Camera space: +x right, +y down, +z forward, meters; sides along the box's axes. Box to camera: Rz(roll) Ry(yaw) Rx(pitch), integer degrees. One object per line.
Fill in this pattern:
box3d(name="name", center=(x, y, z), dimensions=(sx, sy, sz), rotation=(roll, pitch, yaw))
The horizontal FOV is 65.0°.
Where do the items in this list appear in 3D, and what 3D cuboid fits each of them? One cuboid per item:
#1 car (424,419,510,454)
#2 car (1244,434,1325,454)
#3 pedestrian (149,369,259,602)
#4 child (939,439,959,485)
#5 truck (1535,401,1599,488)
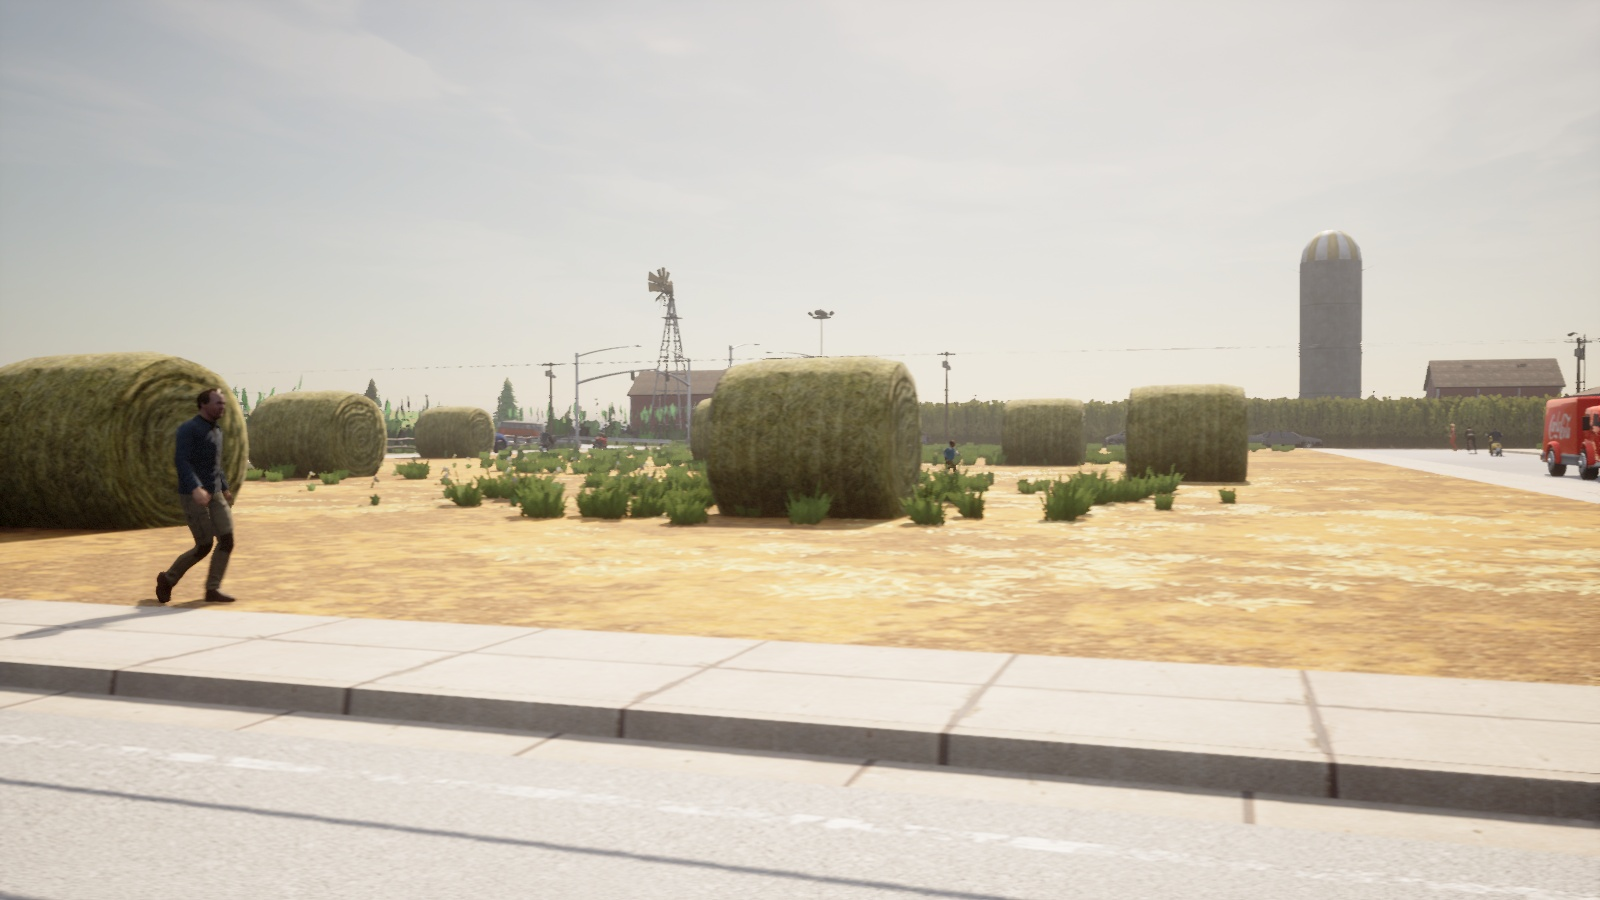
box3d(name="car", center=(-20.119, -0.854, 76.149), dimensions=(2.150, 2.045, 5.566), rotation=(1, 1, 21))
box3d(name="car", center=(34.799, -0.437, 90.403), dimensions=(5.357, 1.411, 2.033), rotation=(1, 1, 19))
box3d(name="pedestrian", center=(-4.865, 0.277, 10.257), dimensions=(0.726, 1.842, 0.402), rotation=(1, 1, 16))
box3d(name="child", center=(3.921, 0.305, 33.081), dimensions=(0.448, 1.192, 0.343), rotation=(1, 1, 17))
box3d(name="truck", center=(24.433, -0.207, 38.049), dimensions=(2.627, 2.467, 5.204), rotation=(0, 1, 17))
